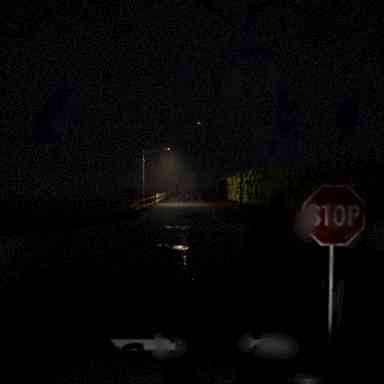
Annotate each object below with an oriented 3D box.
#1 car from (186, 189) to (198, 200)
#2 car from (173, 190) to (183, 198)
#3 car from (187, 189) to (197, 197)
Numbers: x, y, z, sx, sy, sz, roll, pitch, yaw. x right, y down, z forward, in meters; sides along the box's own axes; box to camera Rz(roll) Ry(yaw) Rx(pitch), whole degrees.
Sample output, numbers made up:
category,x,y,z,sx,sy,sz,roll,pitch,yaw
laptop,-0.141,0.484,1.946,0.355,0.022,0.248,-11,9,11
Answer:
category,x,y,z,sx,sy,sz,roll,pitch,yaw
car,0.064,0.604,60.934,1.837,1.490,4.892,0,2,0
car,-2.682,0.456,65.524,1.837,1.490,4.892,0,2,0
car,0.075,0.109,71.338,2.033,1.411,5.357,0,3,0
